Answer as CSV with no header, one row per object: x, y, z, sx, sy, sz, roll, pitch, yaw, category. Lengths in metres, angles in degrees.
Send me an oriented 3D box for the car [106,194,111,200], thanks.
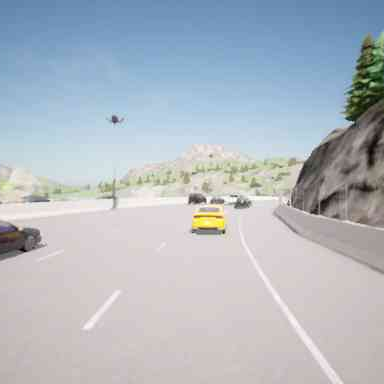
-18.194,1.200,71.579,2.033,1.411,5.357,1,0,20,car

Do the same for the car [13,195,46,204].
-17.447,1.328,36.832,1.882,1.535,5.008,1,0,12,car

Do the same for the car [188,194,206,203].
1.078,1.333,63.360,2.150,2.045,5.566,0,0,22,car

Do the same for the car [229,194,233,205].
8.572,1.422,63.229,2.150,2.045,5.566,0,0,23,car

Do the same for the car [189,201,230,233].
1.160,1.523,20.228,1.882,1.535,5.008,0,0,7,car

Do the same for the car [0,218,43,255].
-6.922,1.482,10.530,2.033,1.411,5.357,1,0,5,car

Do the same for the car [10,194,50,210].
-20.064,1.179,41.371,2.097,1.767,4.553,1,0,13,car

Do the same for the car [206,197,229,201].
4.921,1.648,63.168,2.128,1.511,4.902,0,0,22,car

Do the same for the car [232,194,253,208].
8.034,1.526,51.239,2.097,1.767,4.553,1,0,18,car
